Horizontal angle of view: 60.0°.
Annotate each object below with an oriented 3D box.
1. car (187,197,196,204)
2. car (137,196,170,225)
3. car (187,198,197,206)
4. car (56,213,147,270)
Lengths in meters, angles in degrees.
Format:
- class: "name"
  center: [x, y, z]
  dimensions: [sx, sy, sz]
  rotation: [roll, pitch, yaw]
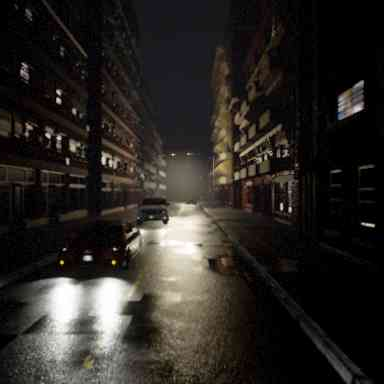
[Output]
- class: "car"
  center: [-0.111, 2.008, 77.102]
  dimensions: [1.812, 1.442, 4.674]
  rotation: [0, -1, 0]
- class: "car"
  center: [-2.864, 1.370, 25.867]
  dimensions: [2.150, 2.045, 5.566]
  rotation: [0, 0, -1]
- class: "car"
  center: [-0.096, 2.011, 67.078]
  dimensions: [1.994, 1.385, 4.181]
  rotation: [0, 0, 0]
- class: "car"
  center: [-2.859, 1.626, 11.095]
  dimensions: [1.994, 1.385, 4.181]
  rotation: [0, 0, 0]
